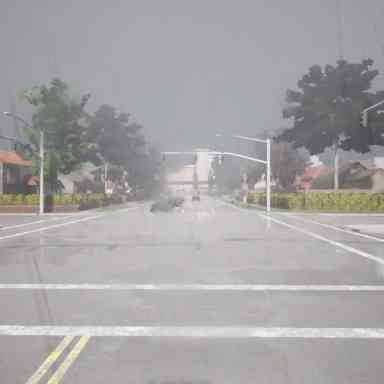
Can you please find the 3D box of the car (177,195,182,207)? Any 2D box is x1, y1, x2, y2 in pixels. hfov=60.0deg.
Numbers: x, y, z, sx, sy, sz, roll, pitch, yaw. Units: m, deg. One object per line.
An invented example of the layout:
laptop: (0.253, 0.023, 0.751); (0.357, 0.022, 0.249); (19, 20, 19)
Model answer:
car: (-2.813, 1.504, 49.315); (1.837, 1.490, 4.892); (0, 0, 1)

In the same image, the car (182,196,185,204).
car: (-2.695, 1.547, 62.272); (2.033, 1.411, 5.357); (0, 0, 1)

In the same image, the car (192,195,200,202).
car: (0.981, 1.500, 79.125); (1.837, 1.490, 4.892); (0, 0, 0)

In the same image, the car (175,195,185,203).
car: (-2.564, 1.478, 72.694); (1.882, 1.535, 5.008); (0, 0, 0)

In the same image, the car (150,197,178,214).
car: (-3.171, 1.547, 36.479); (2.033, 1.411, 5.357); (0, 0, 6)

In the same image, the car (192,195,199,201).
car: (1.051, 1.514, 89.523); (1.812, 1.442, 4.674); (0, 0, 0)
